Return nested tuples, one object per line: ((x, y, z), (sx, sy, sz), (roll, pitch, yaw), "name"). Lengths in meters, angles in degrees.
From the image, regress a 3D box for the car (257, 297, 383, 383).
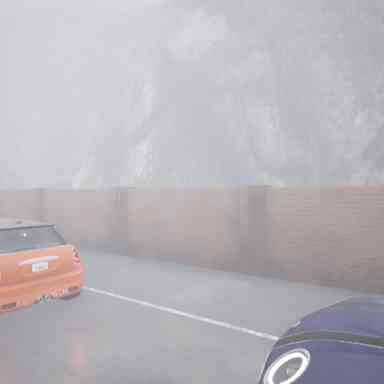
((2.703, 1.352, 2.102), (4.553, 1.767, 2.097), (0, 0, 35), "car")

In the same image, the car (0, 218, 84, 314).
((-4.433, 1.352, 7.159), (4.553, 1.767, 2.097), (0, 0, 36), "car")
